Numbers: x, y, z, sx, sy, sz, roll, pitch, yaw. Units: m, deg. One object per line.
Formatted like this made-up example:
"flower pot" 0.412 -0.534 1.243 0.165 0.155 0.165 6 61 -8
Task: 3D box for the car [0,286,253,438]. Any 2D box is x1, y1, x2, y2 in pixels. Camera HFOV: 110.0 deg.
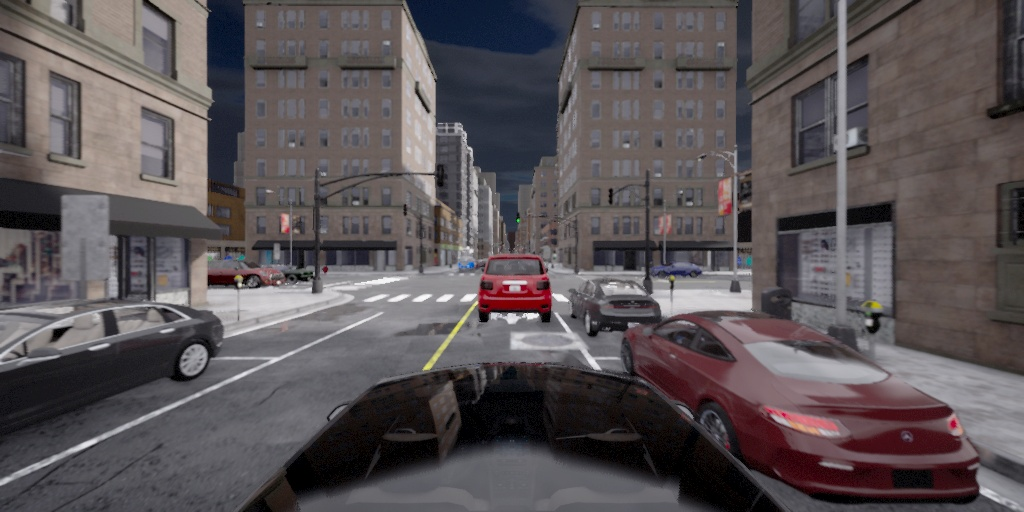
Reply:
"car" -5.857 1.294 4.456 2.007 1.370 4.403 0 0 0

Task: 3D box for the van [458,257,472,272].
"van" -5.706 0.993 44.740 1.690 1.789 3.998 0 0 0

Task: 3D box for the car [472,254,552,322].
"car" 0.096 0.948 12.297 2.150 2.045 5.566 0 0 0

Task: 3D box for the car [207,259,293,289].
"car" -16.463 1.035 21.903 4.553 1.767 2.097 0 0 1

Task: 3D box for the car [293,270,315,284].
"car" -16.442 1.272 25.173 4.718 1.301 1.895 0 0 0

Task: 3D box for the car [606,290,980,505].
"car" 2.669 1.325 4.460 1.802 1.307 4.207 0 0 0

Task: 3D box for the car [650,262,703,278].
"car" 14.531 1.221 32.039 4.674 1.442 1.812 0 0 -2

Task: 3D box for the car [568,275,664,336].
"car" 2.670 1.281 10.054 2.007 1.370 4.403 0 0 0
